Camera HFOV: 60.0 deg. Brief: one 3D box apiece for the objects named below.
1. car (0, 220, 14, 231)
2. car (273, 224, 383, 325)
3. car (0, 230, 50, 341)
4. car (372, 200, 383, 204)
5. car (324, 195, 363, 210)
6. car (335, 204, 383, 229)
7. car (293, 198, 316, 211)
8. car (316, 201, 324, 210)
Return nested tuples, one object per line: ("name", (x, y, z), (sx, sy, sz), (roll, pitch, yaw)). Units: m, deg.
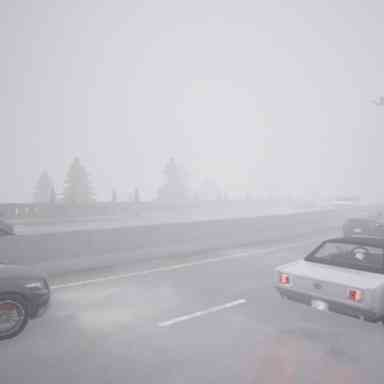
("car", (-9.943, 1.633, 14.255), (4.181, 1.385, 1.994), (0, 0, -36))
("car", (3.860, 1.617, 7.020), (4.718, 1.301, 1.895), (0, 0, -40))
("car", (-4.625, 1.552, 4.910), (4.674, 1.442, 1.812), (0, 0, -35))
("car", (41.544, 2.452, 73.656), (2.097, 1.767, 4.553), (0, -4, 42))
("car", (16.290, 1.338, 35.161), (2.150, 2.045, 5.566), (0, -1, 42))
("car", (9.162, 1.569, 16.785), (1.812, 1.442, 4.674), (0, 0, 45))
("car", (15.227, 1.645, 44.443), (1.882, 1.535, 5.008), (0, 0, 42))
("car", (17.916, 1.672, 42.202), (1.812, 1.442, 4.674), (0, 0, 42))
